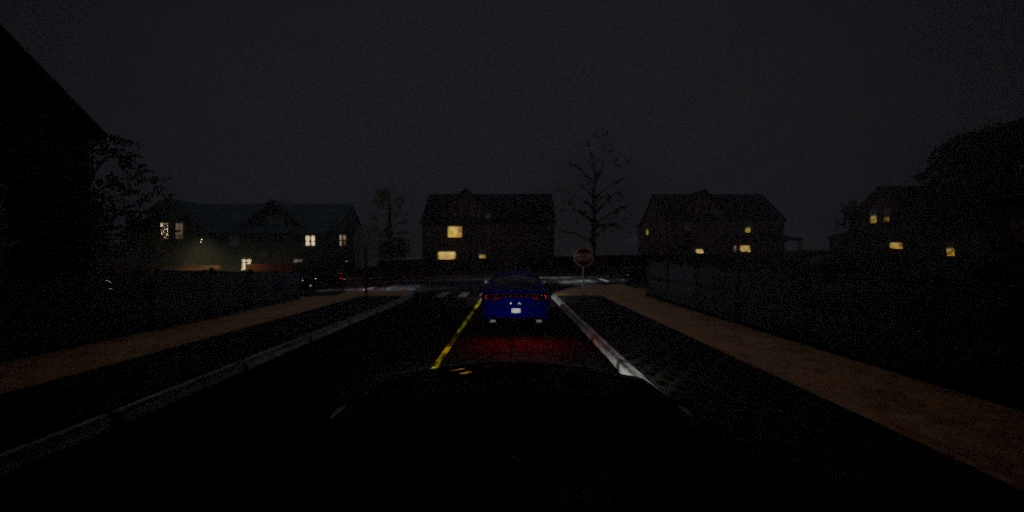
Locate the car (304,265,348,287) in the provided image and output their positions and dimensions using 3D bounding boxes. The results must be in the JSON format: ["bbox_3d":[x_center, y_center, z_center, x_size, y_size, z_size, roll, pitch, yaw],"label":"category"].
[{"bbox_3d":[-14.320,1.440,25.464,4.892,1.490,1.837,-1,1,0],"label":"car"}]

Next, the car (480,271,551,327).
[{"bbox_3d":[0.100,1.193,11.349,1.882,1.535,5.008,0,0,0],"label":"car"}]

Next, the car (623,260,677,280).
[{"bbox_3d":[10.401,0.954,25.413,4.718,1.301,1.895,-1,1,-1],"label":"car"}]

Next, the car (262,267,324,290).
[{"bbox_3d":[-14.820,1.604,22.465,4.718,1.301,1.895,-1,1,0],"label":"car"}]

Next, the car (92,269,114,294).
[{"bbox_3d":[-26.337,1.628,22.456,4.553,1.767,2.097,-1,1,0],"label":"car"}]

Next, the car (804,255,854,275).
[{"bbox_3d":[22.291,0.620,25.457,5.357,1.411,2.033,-1,1,0],"label":"car"}]
